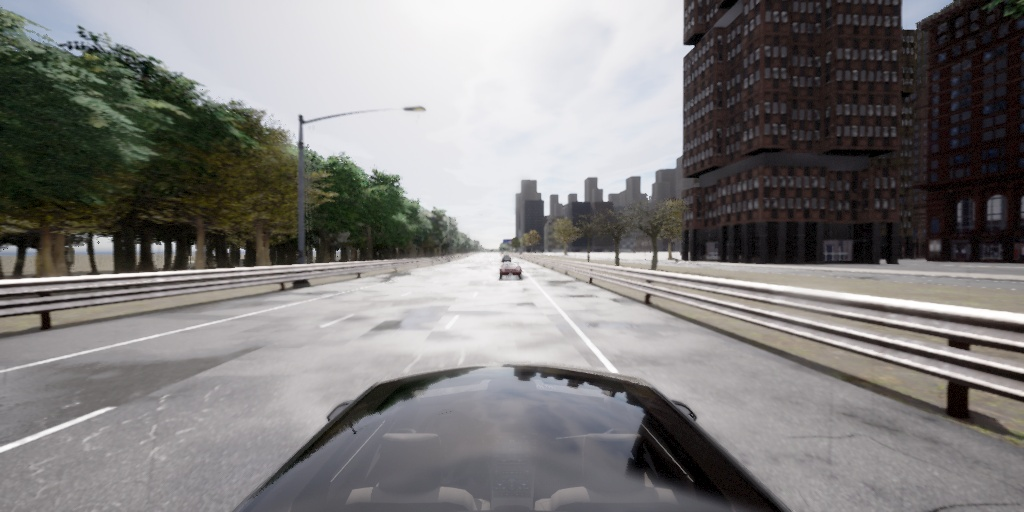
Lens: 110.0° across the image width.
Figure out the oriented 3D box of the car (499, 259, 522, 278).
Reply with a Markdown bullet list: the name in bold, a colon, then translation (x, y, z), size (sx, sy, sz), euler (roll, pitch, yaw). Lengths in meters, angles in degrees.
- **car**: translation (-0.134, 1.183, 31.020), size (1.895, 1.301, 4.718), euler (0, 0, -1)
